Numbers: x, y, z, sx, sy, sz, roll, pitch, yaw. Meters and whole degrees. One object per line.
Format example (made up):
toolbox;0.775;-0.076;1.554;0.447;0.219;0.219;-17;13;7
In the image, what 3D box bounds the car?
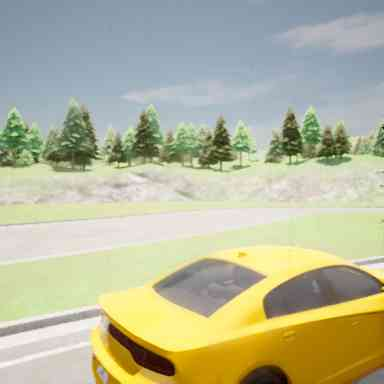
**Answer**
car;1.291;1.466;4.319;5.008;1.535;1.882;0;0;-32
